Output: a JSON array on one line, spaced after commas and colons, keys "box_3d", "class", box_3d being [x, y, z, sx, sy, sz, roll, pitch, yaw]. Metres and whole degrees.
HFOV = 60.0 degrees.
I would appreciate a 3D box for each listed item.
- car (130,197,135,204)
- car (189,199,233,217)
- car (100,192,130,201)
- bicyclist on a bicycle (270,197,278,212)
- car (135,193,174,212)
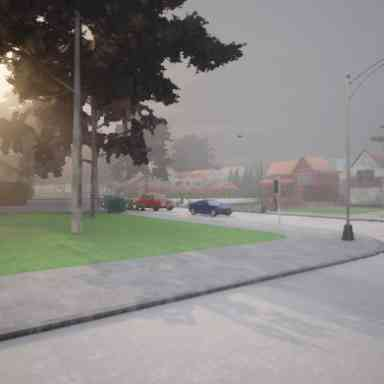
[{"box_3d": [-9.994, 1.533, 54.835, 2.033, 1.411, 5.357, 0, 0, -35], "class": "car"}, {"box_3d": [1.694, 1.466, 31.286, 1.882, 1.535, 5.008, 0, 0, -36], "class": "car"}, {"box_3d": [-11.578, 1.340, 49.914, 2.097, 1.767, 4.553, 0, 0, -35], "class": "car"}, {"box_3d": [8.917, 1.332, 35.622, 1.656, 1.620, 0.582, 0, 0, -36], "class": "bicyclist on a bicycle"}, {"box_3d": [-4.318, 1.207, 39.687, 2.150, 2.045, 5.566, 0, 0, -36], "class": "car"}]
